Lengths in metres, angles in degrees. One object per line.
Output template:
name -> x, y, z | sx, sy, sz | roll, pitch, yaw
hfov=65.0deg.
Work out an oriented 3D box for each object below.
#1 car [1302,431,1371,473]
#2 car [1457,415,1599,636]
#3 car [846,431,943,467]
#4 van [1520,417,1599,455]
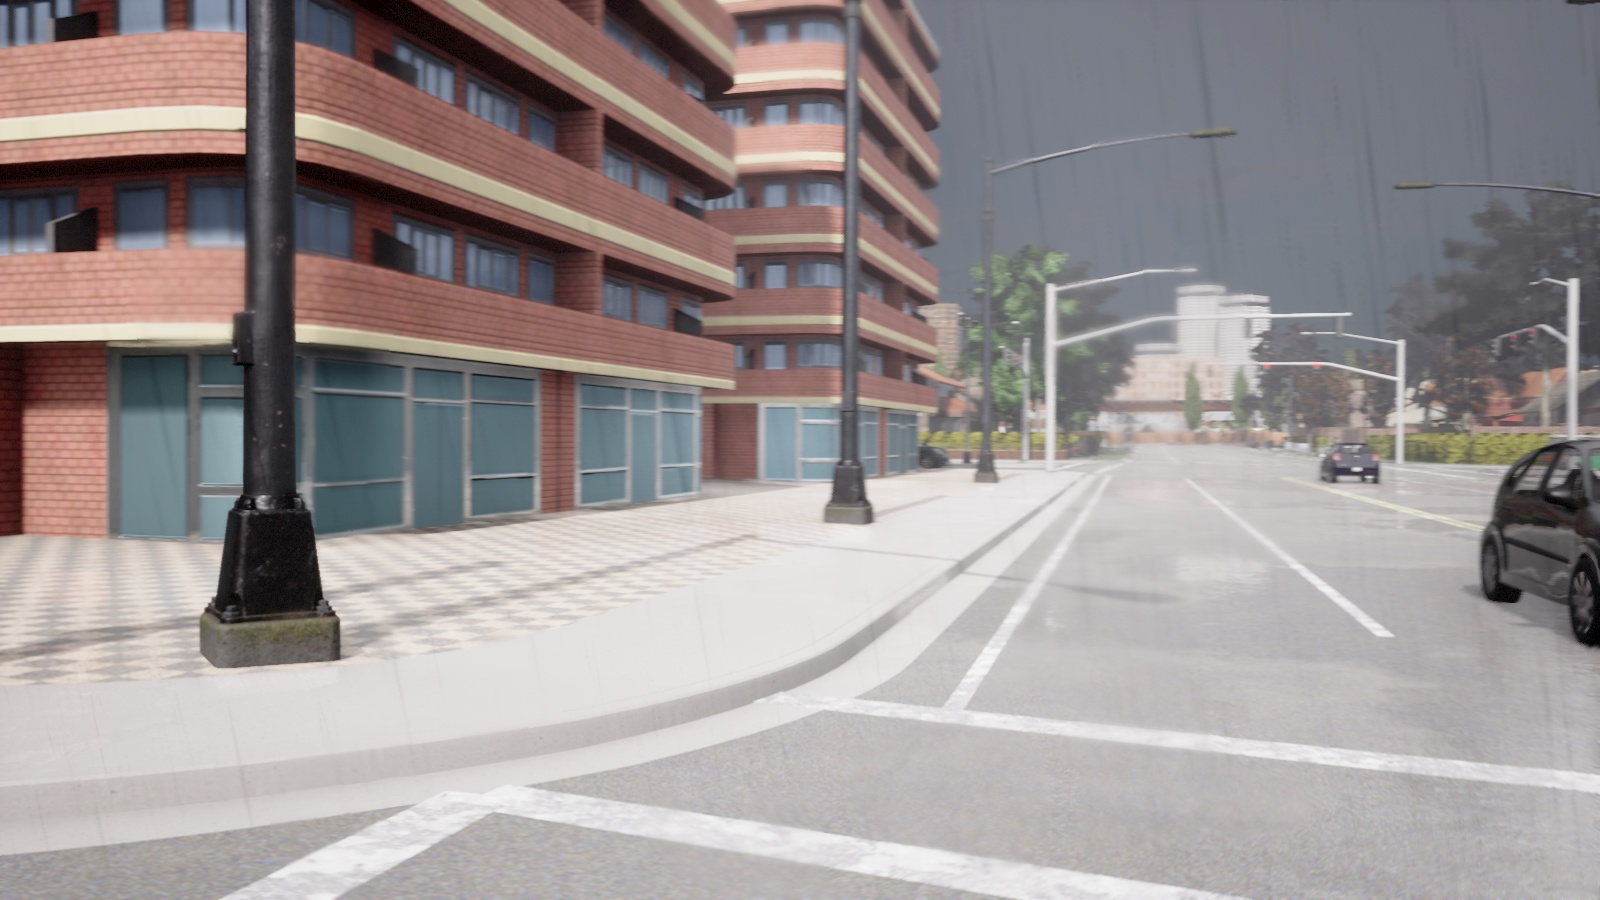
car -> 20.197, 0.046, 47.397 | 1.845, 1.501, 3.633 | -1, 0, 14
car -> 7.234, 0.516, 10.874 | 1.851, 1.617, 3.988 | -1, 1, 14
car -> 4.800, -0.054, 63.828 | 4.553, 1.767, 2.097 | -1, 1, 17
van -> 42.299, -0.773, 68.992 | 4.442, 1.987, 1.775 | -1, 1, 15
